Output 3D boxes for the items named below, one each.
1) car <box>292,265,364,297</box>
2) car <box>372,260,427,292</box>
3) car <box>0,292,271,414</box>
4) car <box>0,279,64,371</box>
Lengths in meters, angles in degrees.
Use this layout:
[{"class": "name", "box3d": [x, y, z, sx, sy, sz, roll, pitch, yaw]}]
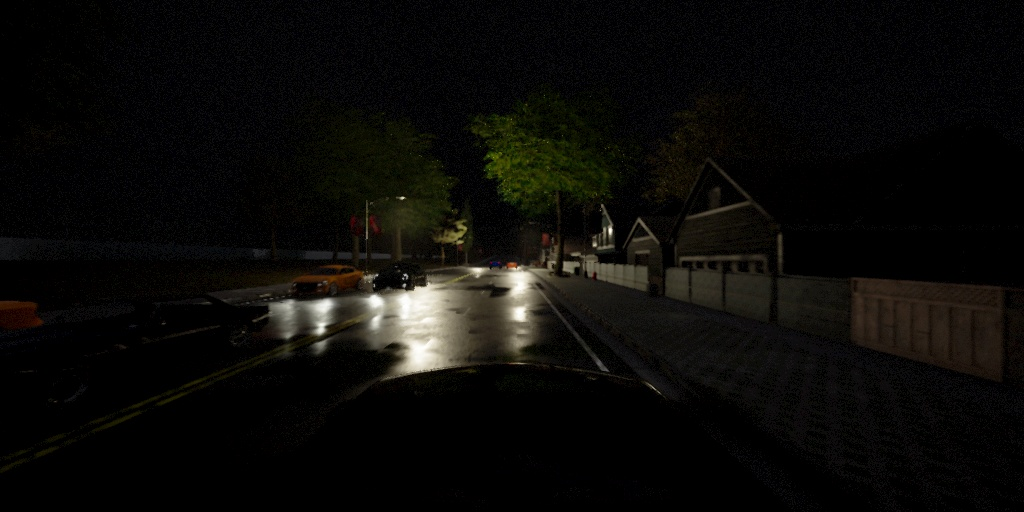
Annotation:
[{"class": "car", "box3d": [-9.829, 1.261, 19.542, 1.882, 1.535, 5.008, 0, 0, 0]}, {"class": "car", "box3d": [-6.570, 1.142, 21.314, 2.097, 1.767, 4.553, 0, 0, 0]}, {"class": "car", "box3d": [-6.581, 1.350, 6.139, 1.895, 1.301, 4.718, 0, 0, 0]}, {"class": "car", "box3d": [-9.833, 1.227, 4.597, 1.882, 1.535, 5.008, 0, 0, 0]}]
